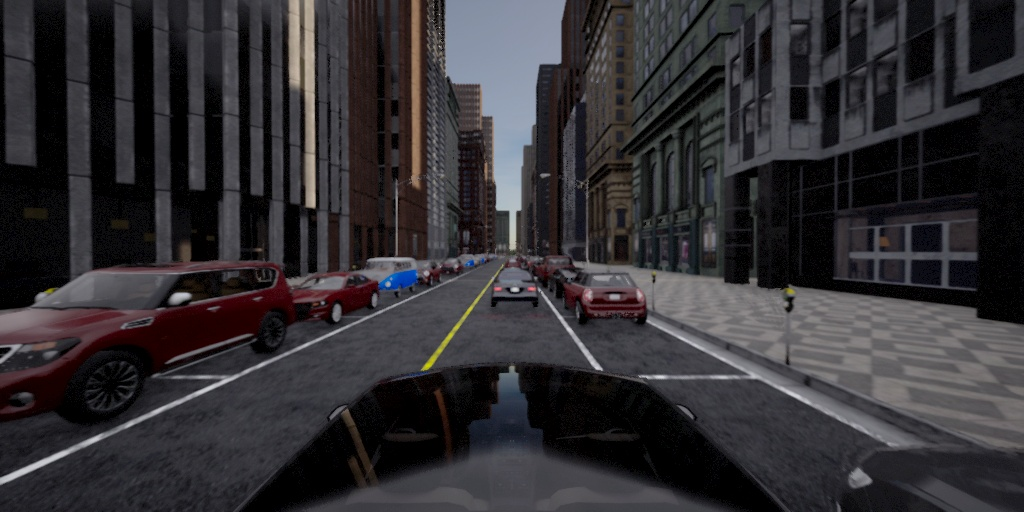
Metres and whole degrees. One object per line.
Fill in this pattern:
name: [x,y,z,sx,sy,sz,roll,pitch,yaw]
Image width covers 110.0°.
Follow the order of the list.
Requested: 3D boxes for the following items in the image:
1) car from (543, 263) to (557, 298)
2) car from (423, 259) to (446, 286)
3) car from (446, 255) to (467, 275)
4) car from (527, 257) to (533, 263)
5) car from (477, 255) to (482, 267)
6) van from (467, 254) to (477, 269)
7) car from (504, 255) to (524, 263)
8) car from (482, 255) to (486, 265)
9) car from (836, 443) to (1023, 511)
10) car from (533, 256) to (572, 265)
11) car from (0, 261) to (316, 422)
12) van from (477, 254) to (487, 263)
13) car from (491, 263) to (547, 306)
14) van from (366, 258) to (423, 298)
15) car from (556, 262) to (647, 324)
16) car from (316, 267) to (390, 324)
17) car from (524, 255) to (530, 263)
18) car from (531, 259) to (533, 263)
car: [2.770,1.189,17.218,1.948,1.339,4.313,0,0,0]
car: [-5.752,1.018,22.850,1.967,1.591,4.097,0,0,0]
car: [-5.747,0.926,34.123,1.967,1.591,4.097,0,0,0]
car: [2.778,1.052,34.127,1.948,1.339,4.313,0,0,0]
car: [-5.738,0.875,50.862,1.751,1.417,4.829,0,0,0]
van: [-5.741,0.735,45.396,1.690,1.789,3.998,0,0,0]
car: [0.117,0.964,39.931,1.812,1.442,4.674,0,0,0]
car: [-5.735,0.856,56.668,2.007,1.370,4.403,0,0,0]
car: [2.761,1.312,0.310,2.007,1.370,4.403,0,0,0]
car: [2.773,0.892,22.855,2.192,1.841,5.009,0,0,0]
car: [-5.761,1.030,5.940,2.192,1.841,5.009,0,0,0]
van: [-5.732,0.603,62.304,1.690,1.789,3.998,0,0,0]
car: [0.104,1.190,14.916,2.033,1.411,5.357,0,0,0]
van: [-5.755,0.964,17.213,1.690,1.789,3.998,0,0,0]
car: [2.767,1.109,11.582,1.967,1.591,4.097,0,0,0]
car: [-5.758,1.215,11.577,1.888,1.381,4.507,0,0,0]
car: [2.784,0.834,45.398,1.967,1.591,4.097,0,0,0]
car: [2.775,1.077,28.491,1.888,1.381,4.507,0,0,0]
